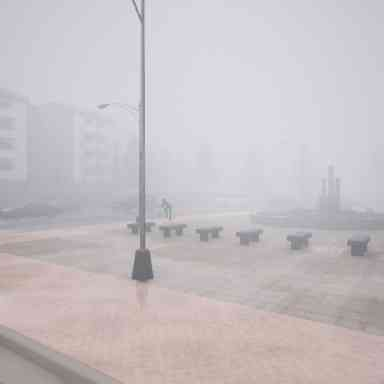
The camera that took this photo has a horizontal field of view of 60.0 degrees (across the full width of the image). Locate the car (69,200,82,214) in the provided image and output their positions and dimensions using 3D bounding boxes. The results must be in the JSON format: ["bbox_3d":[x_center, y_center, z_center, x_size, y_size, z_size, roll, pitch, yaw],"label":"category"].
[{"bbox_3d":[-13.548,1.526,33.981,1.812,1.442,4.674,0,0,36],"label":"car"}]

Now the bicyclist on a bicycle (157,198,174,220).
[{"bbox_3d":[-2.003,1.301,24.805,1.656,1.620,0.582,0,0,33],"label":"bicyclist on a bicycle"}]

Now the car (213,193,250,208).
[{"bbox_3d":[5.638,1.215,47.039,5.566,2.045,2.150,-1,0,-28],"label":"car"}]

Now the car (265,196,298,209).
[{"bbox_3d":[12.479,1.352,46.104,4.553,1.767,2.097,0,0,-22],"label":"car"}]

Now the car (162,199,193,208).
[{"bbox_3d":[-2.235,1.601,46.086,4.718,1.301,1.895,0,0,-36],"label":"car"}]

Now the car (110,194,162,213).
[{"bbox_3d":[-6.500,1.223,37.480,2.150,2.045,5.566,0,0,42],"label":"car"}]

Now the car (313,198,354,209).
[{"bbox_3d":[18.525,1.505,44.302,4.892,1.490,1.837,0,0,-14],"label":"car"}]

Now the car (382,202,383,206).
[{"bbox_3d":[28.784,1.601,45.450,4.718,1.301,1.895,0,0,1],"label":"car"}]

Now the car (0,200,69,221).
[{"bbox_3d":[-13.523,1.547,27.988,2.033,1.411,5.357,0,0,33],"label":"car"}]

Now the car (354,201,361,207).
[{"bbox_3d":[22.159,1.601,48.654,4.718,1.301,1.895,0,0,-7],"label":"car"}]
